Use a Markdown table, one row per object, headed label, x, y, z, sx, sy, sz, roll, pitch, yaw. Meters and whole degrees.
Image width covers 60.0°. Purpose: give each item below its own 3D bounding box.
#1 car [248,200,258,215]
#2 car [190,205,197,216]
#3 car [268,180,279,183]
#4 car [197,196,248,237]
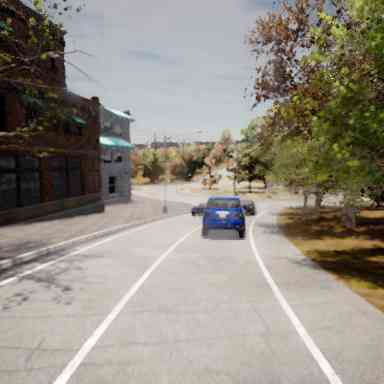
| label | x | y | z | sx | sy | sz | roll | pitch | yaw |
| --- | --- | --- | --- | --- | --- | --- | --- | --- | --- |
| car | 5.925 | 1.617 | 35.818 | 1.837 | 1.490 | 4.892 | 2 | 1 | 15 |
| car | 1.268 | 1.612 | 31.942 | 1.895 | 1.301 | 4.718 | 2 | 0 | 15 |
| car | 21.963 | -2.648 | 84.498 | 5.566 | 2.045 | 2.150 | 3 | 6 | 31 |
| car | 1.881 | 1.251 | 18.665 | 2.150 | 2.045 | 5.566 | 1 | 0 | 9 |
